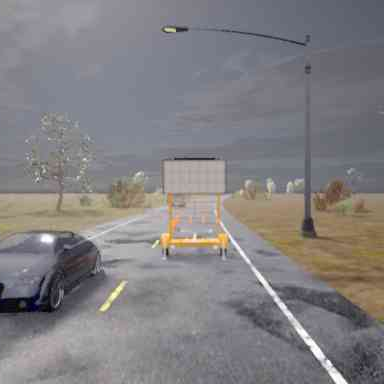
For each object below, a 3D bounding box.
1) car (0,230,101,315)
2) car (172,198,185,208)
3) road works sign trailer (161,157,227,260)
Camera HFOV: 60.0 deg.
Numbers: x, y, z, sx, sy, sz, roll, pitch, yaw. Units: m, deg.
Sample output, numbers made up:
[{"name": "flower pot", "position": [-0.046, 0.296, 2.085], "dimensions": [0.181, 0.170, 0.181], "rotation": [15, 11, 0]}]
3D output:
[{"name": "car", "position": [-3.533, 1.583, 7.571], "dimensions": [1.994, 1.385, 4.181], "rotation": [0, 0, 1]}, {"name": "car", "position": [-2.039, 1.608, 49.547], "dimensions": [2.128, 1.511, 4.902], "rotation": [0, 0, 4]}, {"name": "road works sign trailer", "position": [0.101, 0.496, 12.627], "dimensions": [2.380, 3.560, 2.880], "rotation": [0, 0, 1]}]
